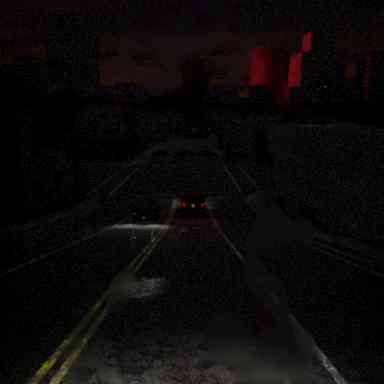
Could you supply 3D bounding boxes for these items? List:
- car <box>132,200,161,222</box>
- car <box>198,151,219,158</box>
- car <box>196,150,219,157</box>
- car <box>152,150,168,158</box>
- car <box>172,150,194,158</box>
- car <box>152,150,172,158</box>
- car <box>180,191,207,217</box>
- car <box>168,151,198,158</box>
[{"bbox_3d":[-3.509,1.450,26.457,1.812,1.442,4.674,0,4,0],"label":"car"},{"bbox_3d":[3.426,-8.270,73.004,4.974,1.542,2.038,8,15,28],"label":"car"},{"bbox_3d":[3.382,-8.429,72.993,4.536,1.218,1.853,8,15,28],"label":"car"},{"bbox_3d":[-6.555,-8.195,72.291,4.974,1.542,2.038,13,18,43],"label":"car"},{"bbox_3d":[-1.904,-8.310,72.265,4.536,1.218,1.853,-9,16,-35],"label":"car"},{"bbox_3d":[-6.591,-8.357,72.291,4.536,1.218,1.853,13,18,43],"label":"car"},{"bbox_3d":[0.091,0.895,29.112,2.150,2.045,5.566,1,6,0],"label":"car"},{"bbox_3d":[-1.947,-8.150,72.270,4.974,1.542,2.038,-9,16,-35],"label":"car"}]
